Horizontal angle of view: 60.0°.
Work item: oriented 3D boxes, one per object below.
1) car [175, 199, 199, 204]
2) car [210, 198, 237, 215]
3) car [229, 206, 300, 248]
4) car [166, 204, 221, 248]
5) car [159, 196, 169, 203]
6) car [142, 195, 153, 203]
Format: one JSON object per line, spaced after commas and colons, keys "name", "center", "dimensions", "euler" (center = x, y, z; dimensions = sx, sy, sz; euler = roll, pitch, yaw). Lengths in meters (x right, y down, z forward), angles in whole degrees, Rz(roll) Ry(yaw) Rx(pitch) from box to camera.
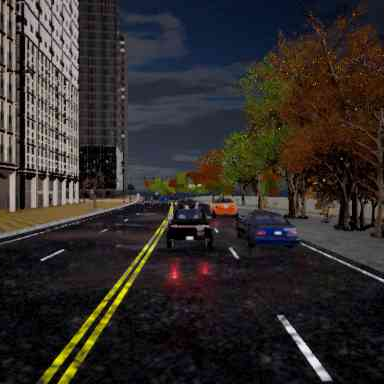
{"name": "car", "center": [-0.477, 1.365, 29.697], "dimensions": [2.097, 1.767, 4.553], "euler": [0, 0, -2]}
{"name": "car", "center": [2.750, 1.329, 29.815], "dimensions": [2.097, 1.767, 4.553], "euler": [-1, -1, -2]}
{"name": "car", "center": [3.130, 1.561, 14.757], "dimensions": [2.033, 1.411, 5.357], "euler": [0, 0, -1]}
{"name": "car", "center": [-0.120, 1.493, 14.706], "dimensions": [2.128, 1.511, 4.902], "euler": [0, 0, -1]}
{"name": "car", "center": [-5.719, 1.495, 67.798], "dimensions": [1.882, 1.535, 5.008], "euler": [0, 0, -4]}
{"name": "car", "center": [-8.959, 1.347, 67.552], "dimensions": [2.097, 1.767, 4.553], "euler": [0, 0, -4]}
